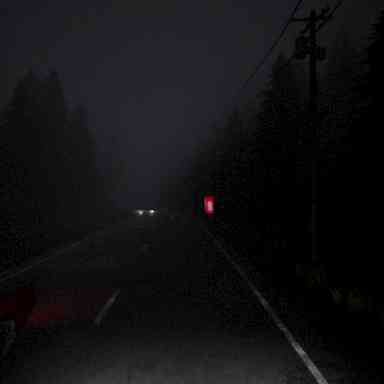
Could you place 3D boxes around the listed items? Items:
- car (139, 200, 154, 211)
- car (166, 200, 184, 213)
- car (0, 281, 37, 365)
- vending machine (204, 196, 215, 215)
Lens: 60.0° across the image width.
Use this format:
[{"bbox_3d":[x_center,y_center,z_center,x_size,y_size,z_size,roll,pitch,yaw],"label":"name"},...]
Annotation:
[{"bbox_3d":[-6.403,1.848,46.578,1.812,1.442,4.674,0,0,-11],"label":"car"},{"bbox_3d":[-2.125,1.774,41.432,2.128,1.511,4.902,0,-1,-7],"label":"car"},{"bbox_3d":[-3.360,1.626,3.048,1.895,1.301,4.718,0,0,-1],"label":"car"},{"bbox_3d":[1.875,1.437,35.884,1.100,2.100,0.880,0,0,-4],"label":"vending machine"}]
